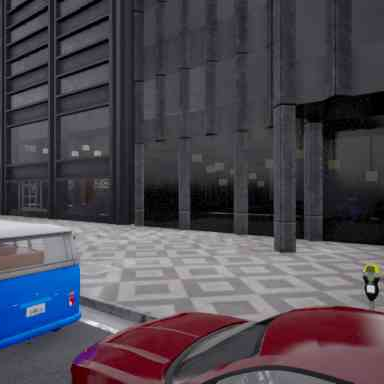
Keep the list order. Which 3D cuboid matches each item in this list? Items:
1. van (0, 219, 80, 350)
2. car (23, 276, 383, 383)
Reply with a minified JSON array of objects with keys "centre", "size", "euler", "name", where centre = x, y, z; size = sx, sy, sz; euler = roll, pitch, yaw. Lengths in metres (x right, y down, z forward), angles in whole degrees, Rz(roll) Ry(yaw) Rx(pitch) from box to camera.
[{"centre":[-3.593,1.342,5.529],"size":[3.998,1.788,1.690],"euler":[0,0,36],"name":"van"},{"centre":[0.973,1.545,2.271],"size":[4.507,1.381,1.887],"euler":[0,0,36],"name":"car"}]
